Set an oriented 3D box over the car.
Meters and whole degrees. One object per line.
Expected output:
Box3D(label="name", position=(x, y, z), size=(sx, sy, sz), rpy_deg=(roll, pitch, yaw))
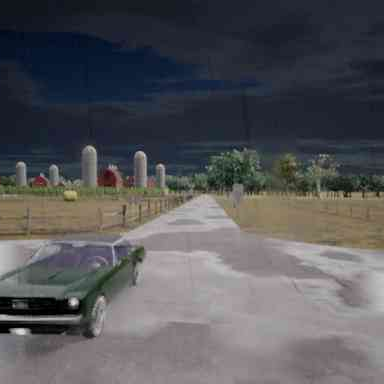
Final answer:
Box3D(label="car", position=(-2.275, 1.622, 6.803), size=(1.895, 1.301, 4.718), rpy_deg=(0, 0, 3))
